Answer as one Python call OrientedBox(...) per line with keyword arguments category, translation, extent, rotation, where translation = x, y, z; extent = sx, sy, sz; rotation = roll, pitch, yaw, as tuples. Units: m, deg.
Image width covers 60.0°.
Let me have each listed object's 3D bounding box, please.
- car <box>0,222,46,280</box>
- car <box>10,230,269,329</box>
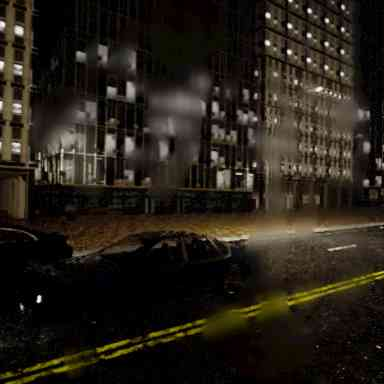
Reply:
OrientedBox(category="car", translation=(-5.349, 1.497, 7.853), extent=(4.902, 1.511, 2.128), rotation=(1, 0, -36))
OrientedBox(category="car", translation=(-0.701, 1.579, 7.177), extent=(5.357, 1.411, 2.033), rotation=(1, 0, -36))
